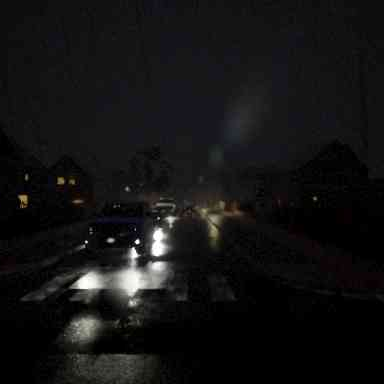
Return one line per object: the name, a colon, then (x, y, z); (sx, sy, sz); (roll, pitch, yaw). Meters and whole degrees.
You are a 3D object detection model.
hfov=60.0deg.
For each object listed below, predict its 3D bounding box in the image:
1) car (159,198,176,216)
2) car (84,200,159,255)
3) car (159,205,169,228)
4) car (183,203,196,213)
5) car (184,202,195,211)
car: (-3.123, 1.751, 39.988); (2.150, 2.045, 5.566); (0, -1, 0)
car: (-2.902, 1.387, 14.511); (2.150, 2.045, 5.566); (0, -1, -1)
car: (-2.997, 1.900, 24.737); (1.895, 1.301, 4.718); (0, -1, -1)
car: (-0.354, 2.248, 46.406); (1.895, 1.301, 4.718); (0, -1, -1)
car: (-0.471, 2.431, 56.433); (1.895, 1.301, 4.718); (0, -1, -2)
